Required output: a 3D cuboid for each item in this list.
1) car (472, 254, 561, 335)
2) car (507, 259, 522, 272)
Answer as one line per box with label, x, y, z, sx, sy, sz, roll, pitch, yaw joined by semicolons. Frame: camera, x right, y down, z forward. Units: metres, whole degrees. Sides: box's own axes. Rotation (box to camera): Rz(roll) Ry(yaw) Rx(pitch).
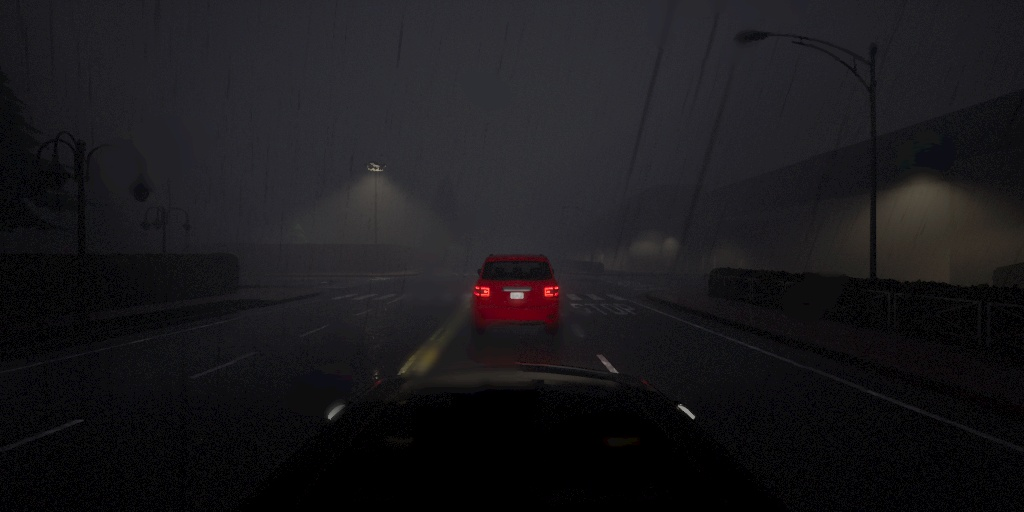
car;0.117;0.971;10.625;2.150;2.045;5.566;0;0;0
car;0.348;1.228;46.376;1.882;1.535;5.008;0;0;1
